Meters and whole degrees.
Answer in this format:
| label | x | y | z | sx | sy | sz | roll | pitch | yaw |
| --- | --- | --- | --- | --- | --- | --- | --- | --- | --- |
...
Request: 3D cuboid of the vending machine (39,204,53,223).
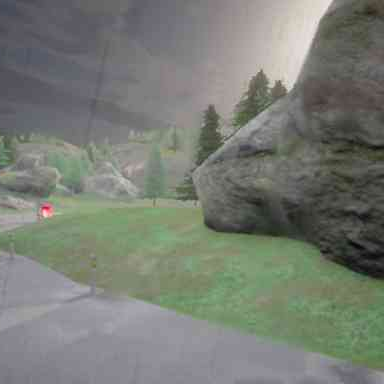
| label | x | y | z | sx | sy | sz | roll | pitch | yaw |
| --- | --- | --- | --- | --- | --- | --- | --- | --- | --- |
| vending machine | -17.853 | 2.647 | 40.661 | 1.100 | 2.100 | 0.880 | 8 | 2 | -5 |
